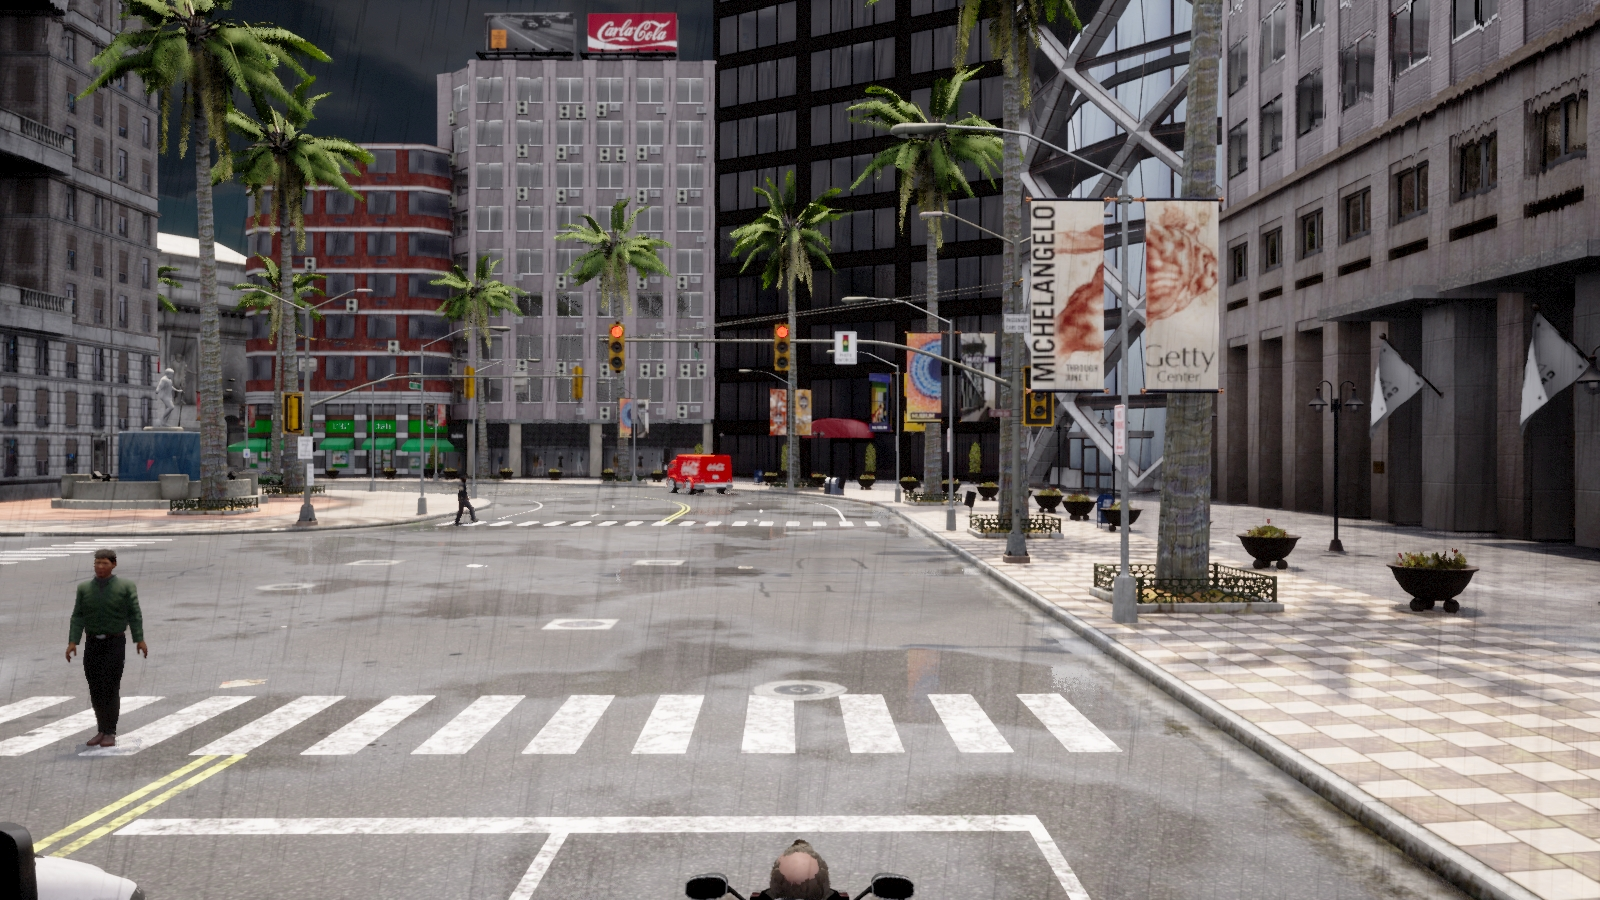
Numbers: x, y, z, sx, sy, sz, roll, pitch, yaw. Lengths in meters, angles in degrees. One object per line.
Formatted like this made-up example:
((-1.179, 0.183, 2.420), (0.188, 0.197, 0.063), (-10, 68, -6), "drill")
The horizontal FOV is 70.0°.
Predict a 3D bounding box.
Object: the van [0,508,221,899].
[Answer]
((-3.507, 1.533, 1.998), (1.988, 2.561, 5.915), (0, 0, 0), "van")

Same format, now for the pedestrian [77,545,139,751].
((-6.495, 1.843, 10.730), (0.375, 1.860, 0.375), (0, 0, -6), "pedestrian")

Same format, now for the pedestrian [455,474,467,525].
((-12.506, 1.832, 42.166), (0.375, 1.860, 0.375), (0, 0, -4), "pedestrian")

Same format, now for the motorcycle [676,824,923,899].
((-0.001, 2.203, 3.717), (0.867, 1.251, 2.209), (0, 0, 0), "motorcycle")

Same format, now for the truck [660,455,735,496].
((-6.498, 1.539, 71.932), (2.627, 2.467, 5.204), (0, 0, -32), "truck")
